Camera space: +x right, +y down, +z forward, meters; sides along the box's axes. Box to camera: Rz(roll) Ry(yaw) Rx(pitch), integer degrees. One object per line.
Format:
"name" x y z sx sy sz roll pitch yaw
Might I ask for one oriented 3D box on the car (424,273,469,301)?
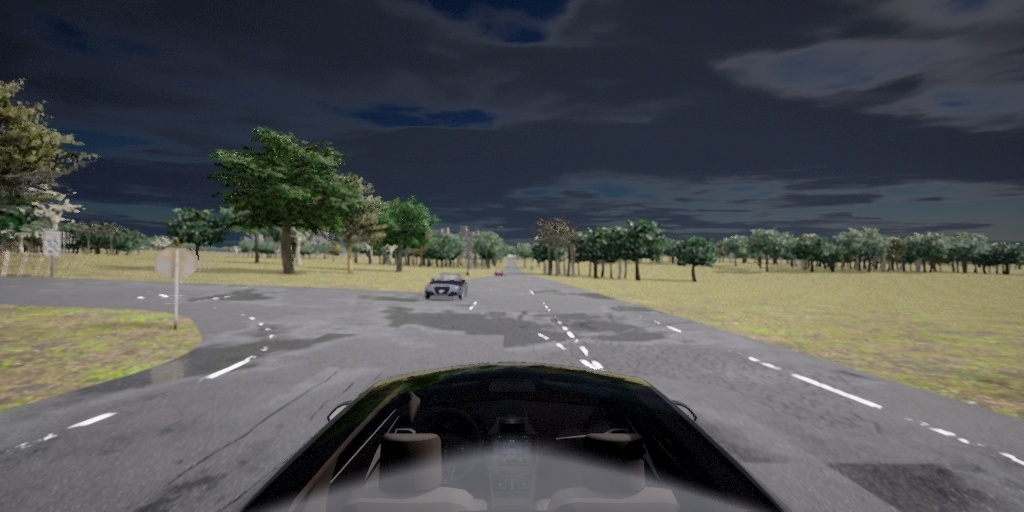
"car" -3.596 1.660 20.318 1.994 1.385 4.181 2 -2 0
